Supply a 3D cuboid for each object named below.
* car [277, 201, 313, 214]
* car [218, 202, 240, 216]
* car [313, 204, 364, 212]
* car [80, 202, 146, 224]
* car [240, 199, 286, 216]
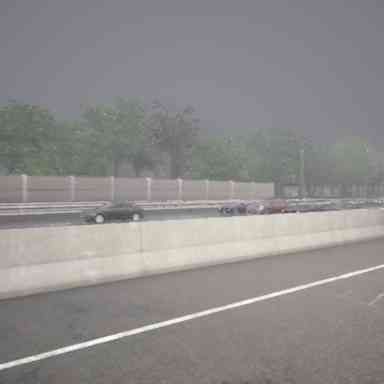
[{"bbox_3d":[9.663,1.643,27.988,4.718,1.301,1.895,0,0,-35],"label":"car"},{"bbox_3d":[4.847,1.639,33.000,4.718,1.301,1.895,0,0,-36],"label":"car"},{"bbox_3d":[11.436,1.606,24.953,4.181,1.385,1.994,0,0,-35],"label":"car"},{"bbox_3d":[-5.815,1.516,24.727,4.892,1.490,1.837,0,0,-38],"label":"car"},{"bbox_3d":[7.046,1.392,30.422,4.553,1.767,2.097,0,0,-35],"label":"car"}]
